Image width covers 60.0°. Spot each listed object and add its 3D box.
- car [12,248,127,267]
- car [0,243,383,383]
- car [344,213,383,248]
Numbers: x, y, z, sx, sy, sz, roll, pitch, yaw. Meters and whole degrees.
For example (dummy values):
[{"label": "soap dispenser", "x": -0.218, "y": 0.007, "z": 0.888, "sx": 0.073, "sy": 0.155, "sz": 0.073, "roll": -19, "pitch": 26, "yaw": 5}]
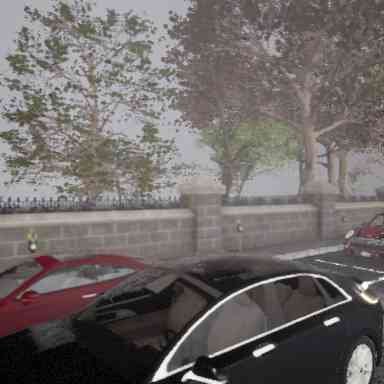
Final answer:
[{"label": "car", "x": -2.068, "y": 1.582, "z": 5.084, "sx": 4.206, "sy": 1.307, "sz": 1.802, "roll": 0, "pitch": 0, "yaw": -35}, {"label": "car", "x": 0.133, "y": 1.505, "z": 3.460, "sx": 4.892, "sy": 1.490, "sz": 1.837, "roll": 0, "pitch": 0, "yaw": -35}, {"label": "car", "x": 7.106, "y": 1.436, "z": 11.622, "sx": 4.097, "sy": 1.590, "sz": 1.967, "roll": 0, "pitch": 0, "yaw": -35}]
